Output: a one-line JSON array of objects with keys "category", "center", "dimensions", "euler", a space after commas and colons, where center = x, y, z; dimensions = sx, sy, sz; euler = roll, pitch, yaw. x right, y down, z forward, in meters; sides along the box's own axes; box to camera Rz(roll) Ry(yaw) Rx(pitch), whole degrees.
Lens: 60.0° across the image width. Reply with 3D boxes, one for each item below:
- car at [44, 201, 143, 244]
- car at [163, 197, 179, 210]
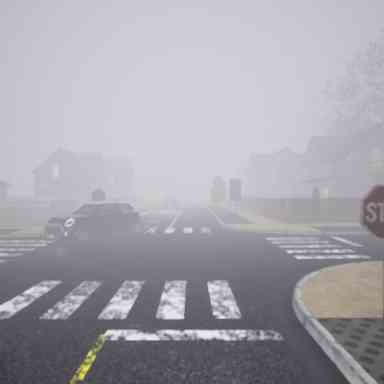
[{"category": "car", "center": [-4.539, 1.277, 15.789], "dimensions": [2.097, 1.767, 4.553], "euler": [-1, -1, 38]}, {"category": "car", "center": [-2.640, 1.390, 42.040], "dimensions": [2.128, 1.511, 4.902], "euler": [0, 0, 0]}]
